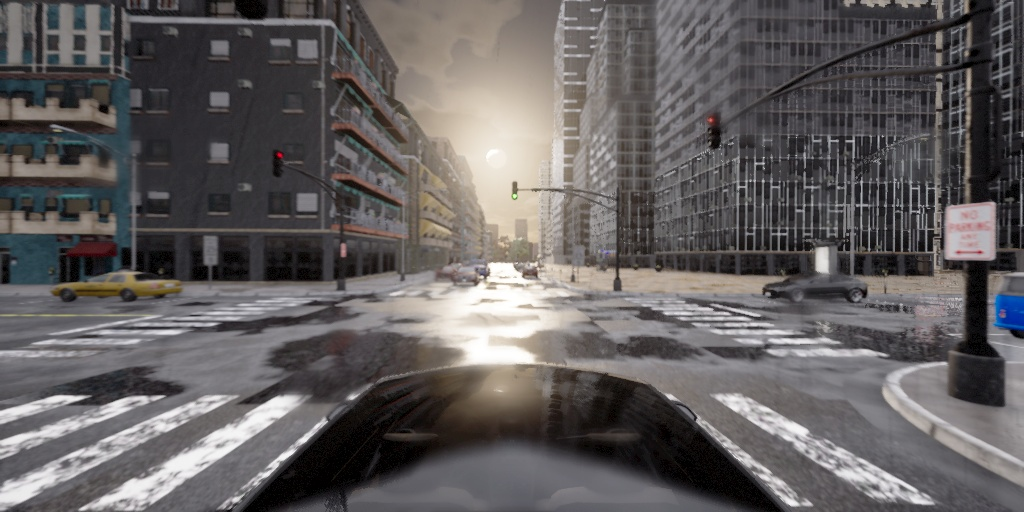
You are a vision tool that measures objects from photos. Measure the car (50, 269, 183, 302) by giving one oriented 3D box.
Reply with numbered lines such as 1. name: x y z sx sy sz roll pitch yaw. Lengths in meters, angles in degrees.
1. car: -18.158 1.313 16.561 4.829 1.417 1.751 0 0 -1

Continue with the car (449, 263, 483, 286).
1. car: -3.572 1.557 28.864 1.812 1.442 4.674 0 -1 -1

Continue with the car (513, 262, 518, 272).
1. car: 1.610 2.006 63.275 2.007 1.370 4.403 0 0 -1

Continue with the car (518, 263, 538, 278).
1. car: 1.984 1.741 40.684 1.888 1.381 4.507 0 0 -1

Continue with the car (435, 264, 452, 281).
1. car: -6.268 1.629 34.842 1.888 1.381 4.507 0 0 -1

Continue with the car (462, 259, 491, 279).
1. car: -3.730 1.364 38.772 2.150 2.045 5.566 0 -1 -1

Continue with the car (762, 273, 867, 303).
1. car: 14.395 1.469 17.152 4.313 1.339 1.948 0 0 -1

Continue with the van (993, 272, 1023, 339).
1. van: 14.546 1.276 8.772 3.998 1.789 1.690 0 0 -1
